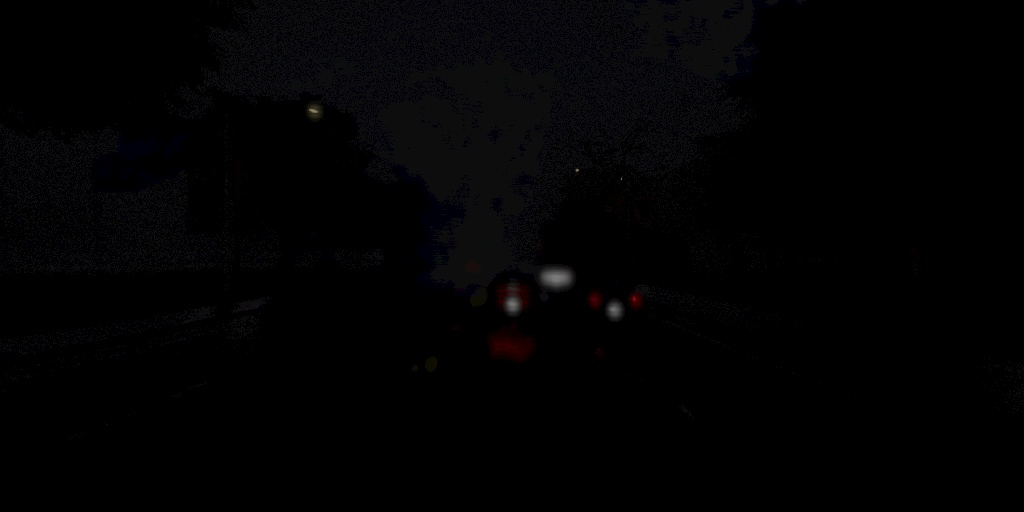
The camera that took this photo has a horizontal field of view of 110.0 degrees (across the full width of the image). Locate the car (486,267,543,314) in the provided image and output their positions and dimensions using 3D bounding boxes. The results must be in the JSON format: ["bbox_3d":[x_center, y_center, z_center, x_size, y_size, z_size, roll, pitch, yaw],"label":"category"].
[{"bbox_3d":[0.050,1.361,14.282,1.837,1.490,4.892,0,0,0],"label":"car"}]

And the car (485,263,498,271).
[{"bbox_3d":[-3.291,1.846,59.444,2.128,1.511,4.902,0,-1,0],"label":"car"}]

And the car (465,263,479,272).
[{"bbox_3d":[-6.538,1.832,59.409,1.882,1.535,5.008,0,-1,1],"label":"car"}]

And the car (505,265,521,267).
[{"bbox_3d":[0.054,1.498,29.286,1.837,1.490,4.892,0,0,1],"label":"car"}]

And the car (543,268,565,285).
[{"bbox_3d":[3.298,1.586,28.653,1.895,1.301,4.718,0,-1,1],"label":"car"}]

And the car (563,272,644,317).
[{"bbox_3d":[3.294,1.450,13.641,1.895,1.301,4.718,0,0,1],"label":"car"}]
